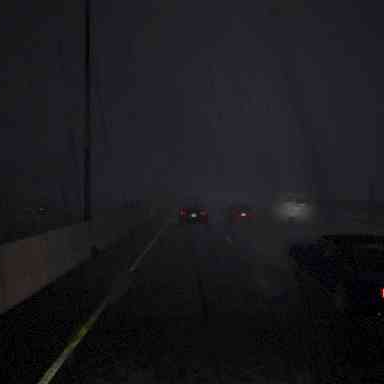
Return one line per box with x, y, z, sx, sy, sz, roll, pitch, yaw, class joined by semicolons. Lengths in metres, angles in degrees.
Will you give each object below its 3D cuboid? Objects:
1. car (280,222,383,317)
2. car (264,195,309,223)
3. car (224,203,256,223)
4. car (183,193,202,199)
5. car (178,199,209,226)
3.601;1.595;7.408;1.895;1.301;4.718;0;0;0;car
7.093;1.203;25.340;2.150;2.045;5.566;0;0;0;car
3.604;1.545;25.296;1.994;1.385;4.181;0;0;0;car
0.101;1.190;41.673;2.150;2.045;5.566;0;0;0;car
0.105;1.486;23.003;2.163;1.488;4.792;0;0;0;car
